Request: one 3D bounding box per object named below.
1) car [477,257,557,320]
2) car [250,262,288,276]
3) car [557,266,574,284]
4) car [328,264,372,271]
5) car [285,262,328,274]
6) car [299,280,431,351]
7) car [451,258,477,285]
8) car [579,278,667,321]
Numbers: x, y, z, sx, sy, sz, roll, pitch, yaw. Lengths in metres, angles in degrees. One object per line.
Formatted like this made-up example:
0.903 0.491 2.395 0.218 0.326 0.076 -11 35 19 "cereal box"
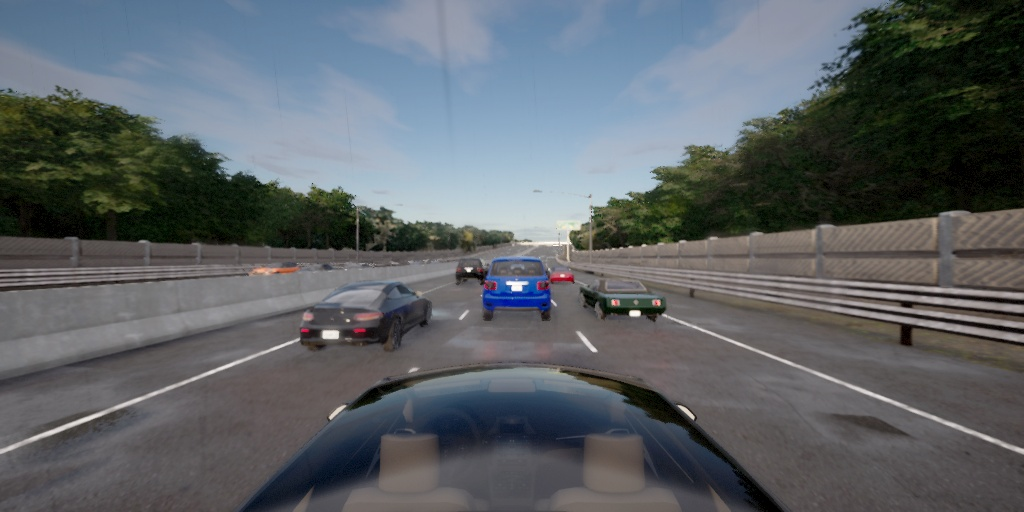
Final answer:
0.176 1.053 13.107 2.150 2.045 5.566 0 0 1 "car"
-20.669 1.303 31.618 2.097 1.767 4.553 0 0 2 "car"
3.984 1.520 29.888 1.994 1.385 4.181 0 0 1 "car"
-13.677 1.459 31.357 1.837 1.490 4.892 0 0 2 "car"
-17.173 1.457 31.491 1.837 1.490 4.892 0 0 2 "car"
-3.366 1.326 9.009 1.812 1.442 4.674 0 0 1 "car"
-3.054 1.163 28.544 2.150 2.045 5.566 0 0 1 "car"
3.673 1.432 12.840 1.895 1.301 4.718 0 0 1 "car"
